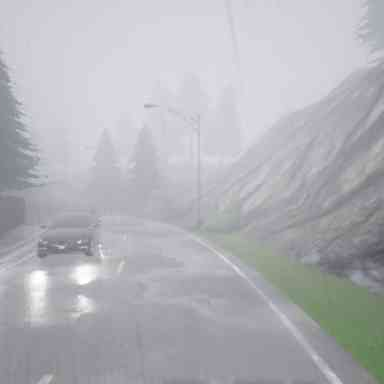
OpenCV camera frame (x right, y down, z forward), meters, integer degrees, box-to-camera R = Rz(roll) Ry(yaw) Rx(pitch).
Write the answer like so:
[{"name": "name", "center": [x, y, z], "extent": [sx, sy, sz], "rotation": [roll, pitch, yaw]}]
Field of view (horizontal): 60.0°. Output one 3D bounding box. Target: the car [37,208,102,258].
[{"name": "car", "center": [-4.840, 1.644, 13.602], "extent": [1.837, 1.490, 4.892], "rotation": [0, -1, -11]}]

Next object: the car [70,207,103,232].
[{"name": "car", "center": [-7.448, 1.833, 23.259], "extent": [1.895, 1.301, 4.718], "rotation": [0, 0, -21]}]
